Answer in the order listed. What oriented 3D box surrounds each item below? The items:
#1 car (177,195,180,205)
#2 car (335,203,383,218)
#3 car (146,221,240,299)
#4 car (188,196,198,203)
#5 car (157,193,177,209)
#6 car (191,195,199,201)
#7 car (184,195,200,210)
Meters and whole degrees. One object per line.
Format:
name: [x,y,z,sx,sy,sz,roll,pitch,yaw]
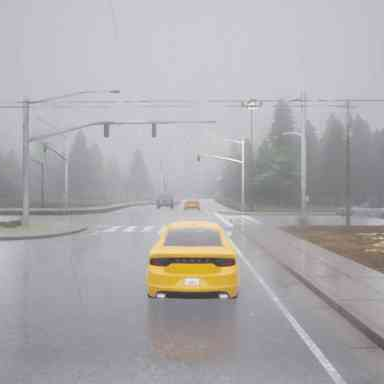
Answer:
car: [-3.537,1.352,55.952,2.097,1.767,4.553,0,0,0]
car: [15.315,1.627,29.480,4.718,1.301,1.895,0,0,1]
car: [0.049,1.474,8.513,1.882,1.535,5.008,0,0,1]
car: [0.302,1.537,72.736,2.033,1.411,5.357,0,0,2]
car: [-3.592,1.221,45.658,2.150,2.045,5.566,0,0,-1]
car: [0.701,1.441,83.129,1.837,1.490,4.892,0,0,2]
car: [0.020,1.478,42.176,1.882,1.535,5.008,0,0,0]
